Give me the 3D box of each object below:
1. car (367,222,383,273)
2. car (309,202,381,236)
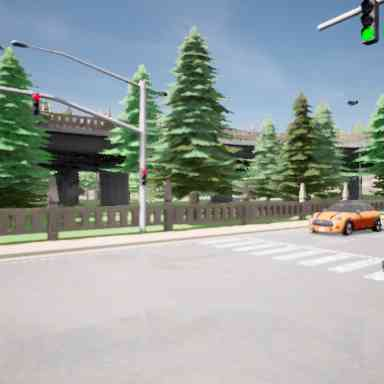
[{"bbox_3d":[7.095,1.536,8.802,5.357,1.411,2.033,0,0,-35],"label":"car"},{"bbox_3d":[8.620,1.371,18.690,4.553,1.767,2.097,0,0,-35],"label":"car"}]
